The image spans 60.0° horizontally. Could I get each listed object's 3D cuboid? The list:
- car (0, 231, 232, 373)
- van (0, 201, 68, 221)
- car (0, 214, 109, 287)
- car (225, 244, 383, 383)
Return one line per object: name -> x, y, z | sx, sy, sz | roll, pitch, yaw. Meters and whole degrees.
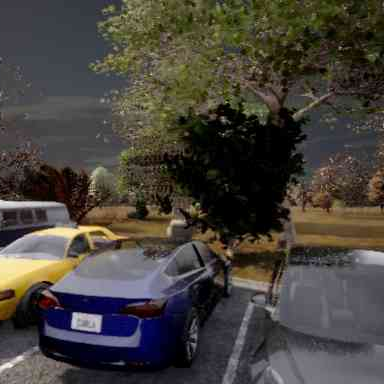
car -> -0.533, 1.519, 5.922 | 2.163, 1.488, 4.792 | 0, -1, 16
van -> -5.402, 1.266, 9.249 | 1.878, 1.987, 4.442 | 1, -1, 16
car -> -3.005, 1.486, 7.445 | 1.946, 1.575, 5.366 | 0, -1, 16
car -> 1.878, 1.516, 4.131 | 2.163, 1.488, 4.792 | 1, -1, 16
